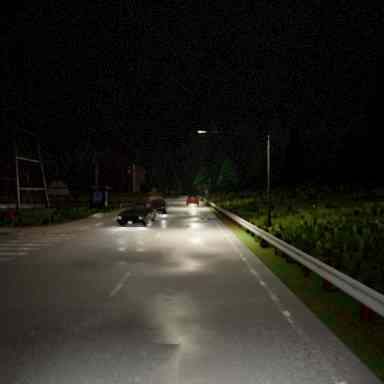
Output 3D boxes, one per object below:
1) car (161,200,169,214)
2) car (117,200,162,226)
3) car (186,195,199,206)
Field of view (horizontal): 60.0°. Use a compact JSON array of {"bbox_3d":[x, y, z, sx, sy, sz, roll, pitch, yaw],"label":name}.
[{"bbox_3d":[-3.556,1.532,35.066,1.812,1.442,4.674,0,0,0],"label":"car"},{"bbox_3d":[-3.768,1.552,23.810,2.033,1.411,5.357,0,0,4],"label":"car"},{"bbox_3d":[0.103,1.362,56.414,2.097,1.767,4.553,0,0,0],"label":"car"}]
